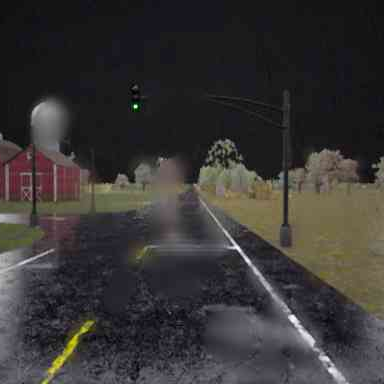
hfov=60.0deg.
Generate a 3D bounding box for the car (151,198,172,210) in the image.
[{"bbox_3d":[-3.481,1.354,39.012,1.994,1.385,4.181,0,1,3],"label":"car"}]
